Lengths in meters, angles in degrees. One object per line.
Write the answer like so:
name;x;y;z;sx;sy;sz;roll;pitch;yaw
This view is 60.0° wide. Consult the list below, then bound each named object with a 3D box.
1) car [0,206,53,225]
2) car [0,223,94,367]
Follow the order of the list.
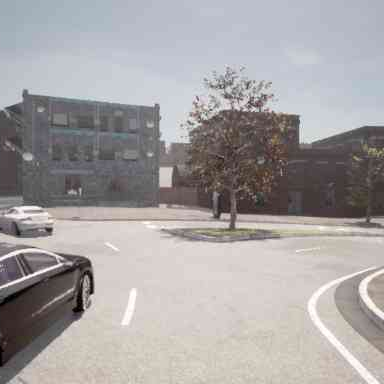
car;-9.297;1.507;18.408;4.674;1.442;1.812;0;0;44
car;-2.993;1.491;4.826;2.128;1.511;4.902;0;0;4
